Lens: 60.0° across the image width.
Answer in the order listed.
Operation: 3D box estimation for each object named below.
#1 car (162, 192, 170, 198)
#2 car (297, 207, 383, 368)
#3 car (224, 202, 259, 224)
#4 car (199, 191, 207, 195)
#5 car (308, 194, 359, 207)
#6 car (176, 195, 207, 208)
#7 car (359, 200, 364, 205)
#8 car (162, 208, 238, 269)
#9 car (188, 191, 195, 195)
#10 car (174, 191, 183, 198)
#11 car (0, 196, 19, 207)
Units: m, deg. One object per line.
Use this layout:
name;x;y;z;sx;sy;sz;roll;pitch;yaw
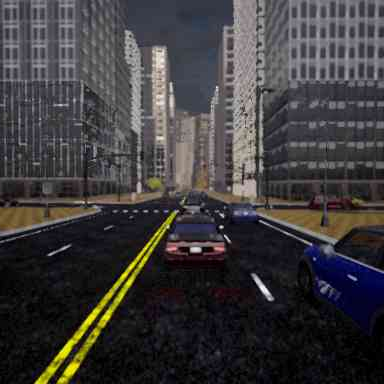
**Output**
car;-6.624;0.795;85.269;1.837;1.490;4.892;0;1;0
car;3.334;1.309;5.404;2.097;1.767;4.553;0;0;0
car;3.319;1.365;23.058;2.033;1.411;5.357;0;0;0
car;3.121;0.726;89.214;1.882;1.535;5.008;0;1;0
car;16.146;1.223;38.864;5.009;1.841;2.192;0;1;1
car;0.063;1.282;26.372;2.128;1.511;4.902;0;0;0
car;21.742;1.283;47.159;4.829;1.417;1.752;0;1;1
car;0.088;1.464;10.784;2.033;1.411;5.357;0;0;0
car;-0.128;0.753;88.794;1.837;1.490;4.892;0;1;0
car;-3.374;0.650;85.302;2.097;1.767;4.553;0;1;0
car;-22.782;1.133;39.336;4.313;1.339;1.947;1;1;1
